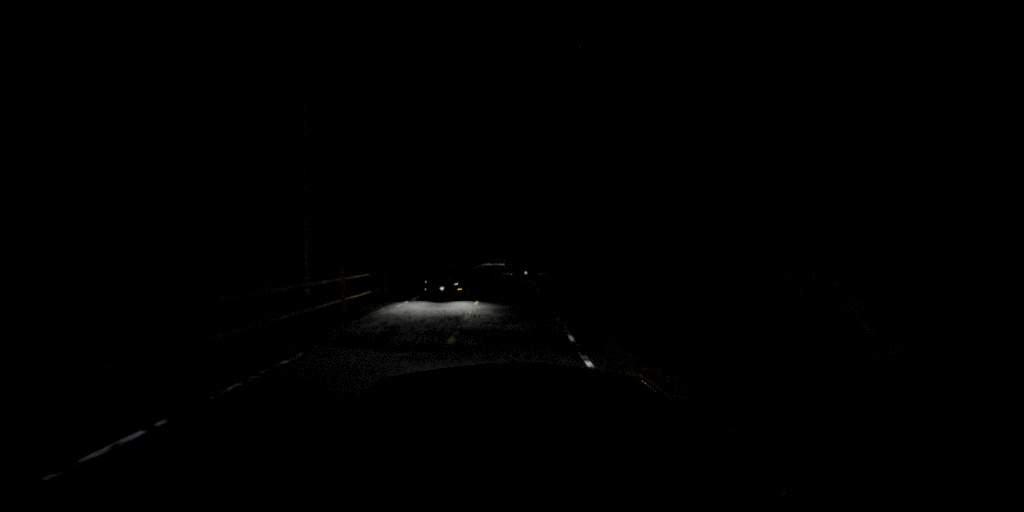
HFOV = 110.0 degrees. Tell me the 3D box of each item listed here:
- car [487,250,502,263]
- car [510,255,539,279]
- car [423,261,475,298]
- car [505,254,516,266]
[{"bbox_3d":[-2.780,0.126,57.808,2.150,2.045,5.566,0,1,1],"label":"car"},{"bbox_3d":[0.964,0.879,27.161,1.837,1.490,4.892,0,1,0],"label":"car"},{"bbox_3d":[-2.842,1.032,16.979,1.837,1.490,4.892,0,1,0],"label":"car"},{"bbox_3d":[0.034,0.565,48.527,1.812,1.442,4.674,0,1,1],"label":"car"}]
